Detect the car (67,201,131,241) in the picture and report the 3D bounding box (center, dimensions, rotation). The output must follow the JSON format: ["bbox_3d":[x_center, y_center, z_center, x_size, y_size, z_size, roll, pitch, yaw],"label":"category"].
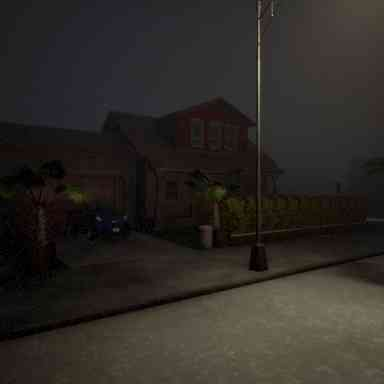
[{"bbox_3d":[-4.112,1.174,14.537,1.845,1.501,3.633,0,0,-38],"label":"car"}]
